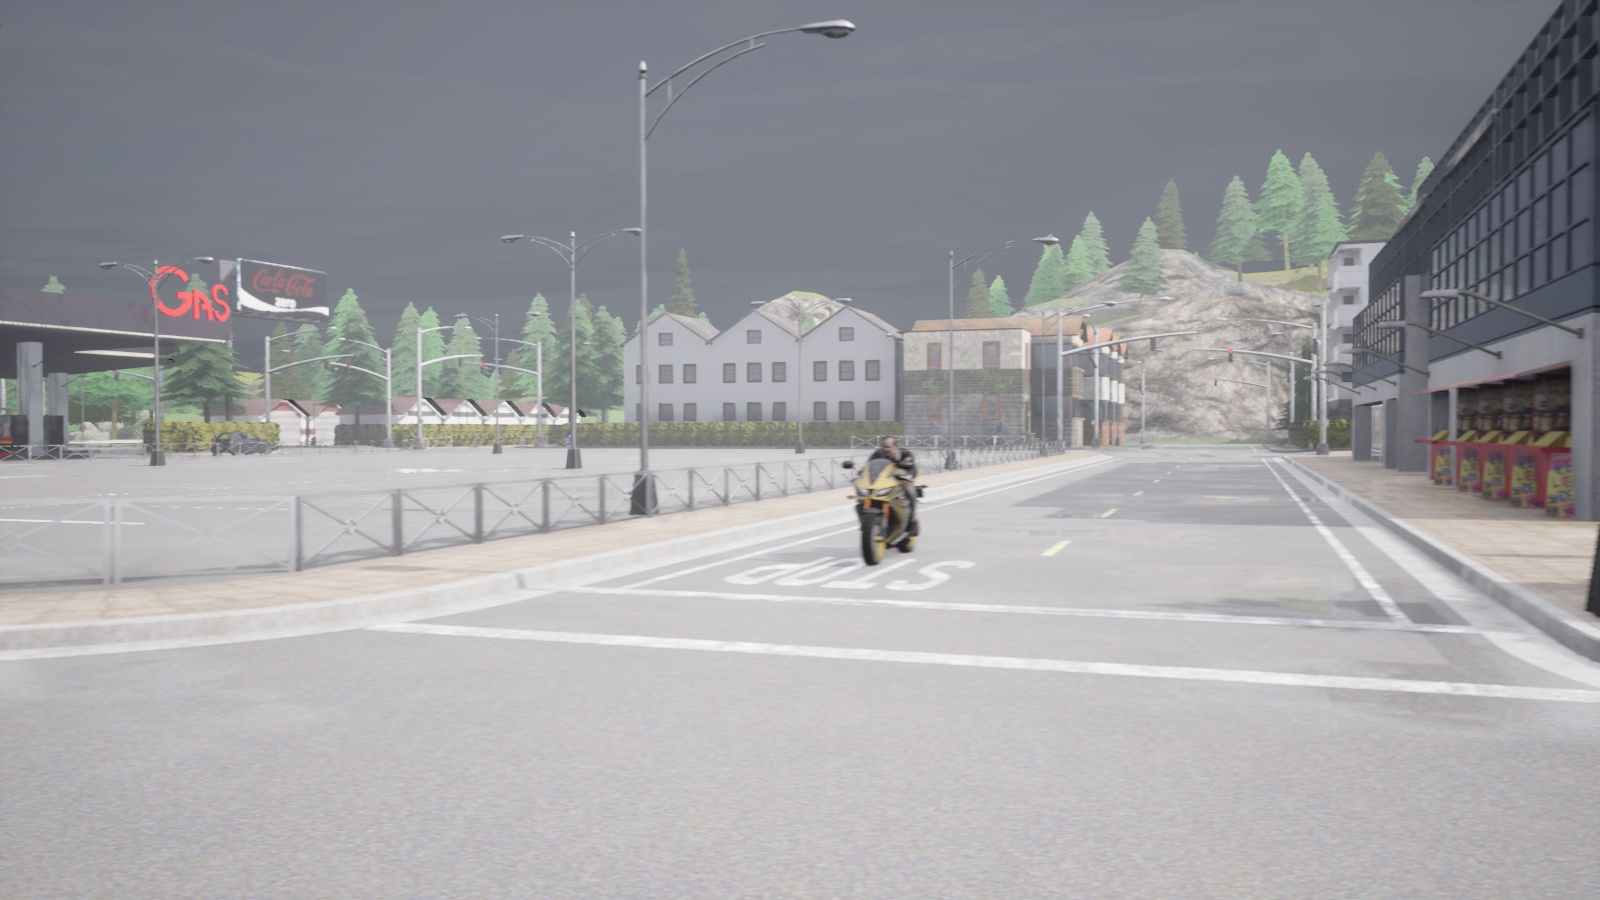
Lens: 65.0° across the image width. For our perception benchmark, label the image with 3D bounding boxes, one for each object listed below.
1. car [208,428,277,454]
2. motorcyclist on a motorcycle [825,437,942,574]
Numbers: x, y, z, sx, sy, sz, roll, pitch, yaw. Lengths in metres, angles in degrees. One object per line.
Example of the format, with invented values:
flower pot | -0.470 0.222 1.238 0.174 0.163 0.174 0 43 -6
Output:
car | -33.647 -0.567 75.862 1.845 1.501 3.633 1 1 19
motorcyclist on a motorcycle | 1.055 0.611 15.279 0.866 1.530 2.191 1 1 19
